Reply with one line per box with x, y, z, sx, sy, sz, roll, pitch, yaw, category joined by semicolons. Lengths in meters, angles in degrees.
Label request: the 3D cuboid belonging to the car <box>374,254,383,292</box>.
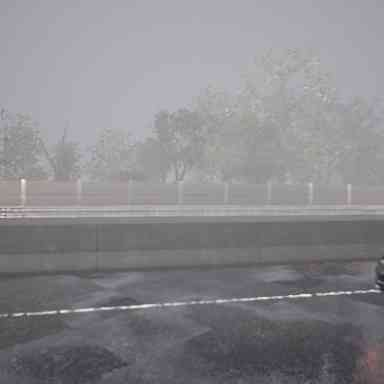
6.031;1.584;6.390;4.902;1.511;2.128;0;-1;-12;car
